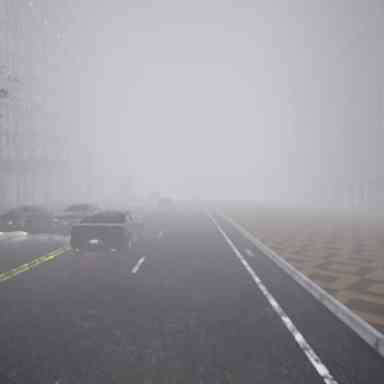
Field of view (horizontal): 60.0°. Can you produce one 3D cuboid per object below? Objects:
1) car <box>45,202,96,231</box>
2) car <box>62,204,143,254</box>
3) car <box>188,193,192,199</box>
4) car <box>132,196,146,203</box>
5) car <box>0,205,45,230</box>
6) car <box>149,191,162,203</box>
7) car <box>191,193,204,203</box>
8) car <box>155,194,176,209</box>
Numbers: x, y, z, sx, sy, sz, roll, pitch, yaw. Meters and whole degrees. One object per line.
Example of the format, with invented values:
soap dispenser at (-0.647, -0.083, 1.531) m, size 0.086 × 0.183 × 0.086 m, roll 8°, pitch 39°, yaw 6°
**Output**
car at (-6.579, 1.403, 19.741) m, size 1.837 × 1.490 × 4.892 m, roll 0°, pitch 0°, yaw 0°
car at (-3.137, 1.410, 13.156) m, size 1.882 × 1.535 × 5.008 m, roll 0°, pitch 1°, yaw 0°
car at (0.076, 0.986, 80.149) m, size 1.882 × 1.535 × 5.008 m, roll 0°, pitch 0°, yaw 0°
car at (-9.725, 1.292, 60.611) m, size 1.895 × 1.301 × 4.718 m, roll 0°, pitch 0°, yaw 1°
car at (-9.829, 1.461, 19.975) m, size 1.994 × 1.385 × 4.181 m, roll 0°, pitch 0°, yaw 0°
car at (-6.476, 0.912, 60.561) m, size 2.150 × 2.045 × 5.566 m, roll 0°, pitch 0°, yaw 1°
car at (1.195, 1.217, 60.822) m, size 1.812 × 1.442 × 4.674 m, roll 0°, pitch 0°, yaw 0°
car at (-3.110, 1.352, 41.477) m, size 1.994 × 1.385 × 4.181 m, roll 0°, pitch 0°, yaw 0°
